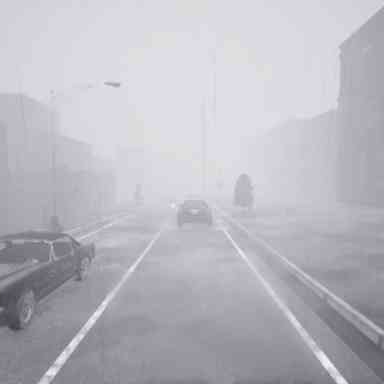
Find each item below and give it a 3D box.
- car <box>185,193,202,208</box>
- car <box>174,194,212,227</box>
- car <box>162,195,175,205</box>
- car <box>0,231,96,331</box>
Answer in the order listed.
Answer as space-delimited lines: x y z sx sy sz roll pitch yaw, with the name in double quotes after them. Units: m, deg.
0.198 1.011 42.329 2.097 1.767 4.553 0 1 0 "car"
0.162 1.217 21.941 2.097 1.767 4.553 0 1 0 "car"
-3.390 1.154 49.868 1.994 1.385 4.181 0 0 1 "car"
-3.581 1.584 6.967 1.895 1.301 4.718 0 0 0 "car"
